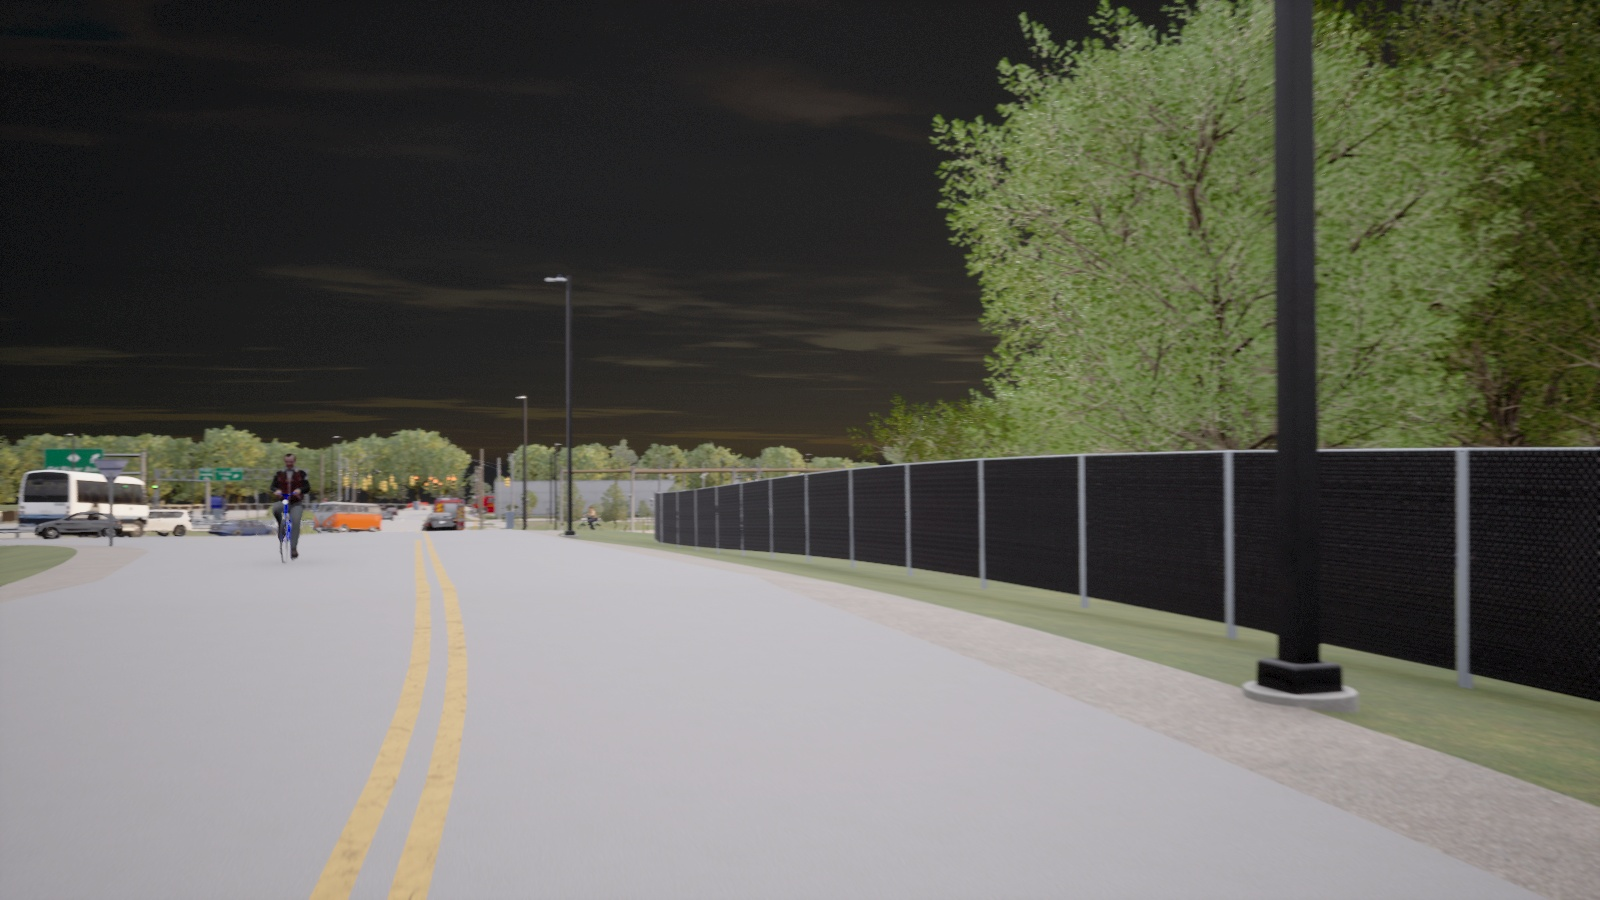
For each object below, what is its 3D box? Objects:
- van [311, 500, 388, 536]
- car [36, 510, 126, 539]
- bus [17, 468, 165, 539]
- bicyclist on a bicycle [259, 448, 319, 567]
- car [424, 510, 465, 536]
[{"bbox_3d":[-26.598,4.058,74.338,1.775,1.987,4.442,-3,-5,22],"label":"van"},{"bbox_3d":[-39.049,4.050,68.256,4.193,1.474,1.816,2,-5,-30],"label":"car"},{"bbox_3d":[-45.693,3.582,81.507,3.944,4.253,10.273,0,-4,-2],"label":"bus"},{"bbox_3d":[-8.045,0.907,19.839,0.659,1.776,1.843,0,-3,-15],"label":"bicyclist on a bicycle"},{"bbox_3d":[-22.965,4.760,81.026,2.163,1.488,4.792,0,-5,-20],"label":"car"}]
